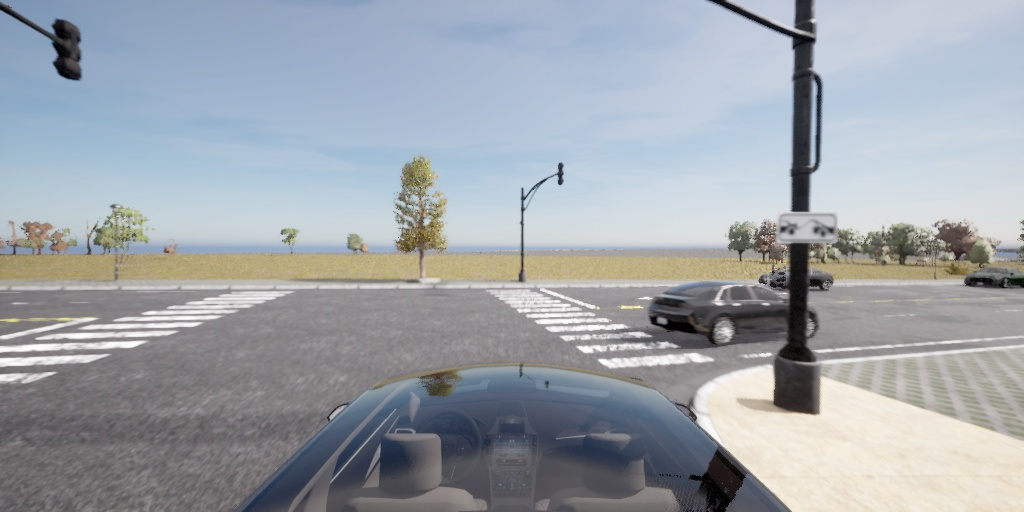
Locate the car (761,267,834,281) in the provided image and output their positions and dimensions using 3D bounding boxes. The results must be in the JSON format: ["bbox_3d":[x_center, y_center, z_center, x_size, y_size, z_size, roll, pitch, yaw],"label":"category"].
[{"bbox_3d":[18.582,1.452,23.445,4.902,1.511,2.128,1,1,-16],"label":"car"}]

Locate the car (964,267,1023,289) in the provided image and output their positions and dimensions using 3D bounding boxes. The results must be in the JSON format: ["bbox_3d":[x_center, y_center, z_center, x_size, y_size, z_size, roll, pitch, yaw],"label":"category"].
[{"bbox_3d":[40.083,1.690,29.697,4.553,1.767,2.097,1,1,-17],"label":"car"}]

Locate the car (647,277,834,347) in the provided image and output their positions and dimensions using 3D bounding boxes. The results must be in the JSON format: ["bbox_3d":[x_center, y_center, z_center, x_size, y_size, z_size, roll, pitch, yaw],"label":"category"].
[{"bbox_3d":[6.117,1.445,9.898,4.892,1.490,1.837,1,-1,-19],"label":"car"}]
